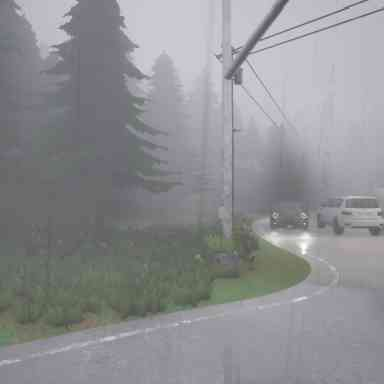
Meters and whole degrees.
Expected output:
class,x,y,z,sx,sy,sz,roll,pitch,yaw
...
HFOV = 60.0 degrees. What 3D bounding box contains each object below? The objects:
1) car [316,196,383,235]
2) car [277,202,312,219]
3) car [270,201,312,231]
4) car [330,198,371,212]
class,x,y,z,sx,sy,sz,roll,pitch,yaw
car,8.888,1.248,19.176,2.150,2.045,5.566,0,0,6
car,9.499,1.628,30.544,1.895,1.301,4.718,0,0,32
car,6.045,1.379,21.106,2.097,1.767,4.553,0,0,12
car,18.961,1.517,39.749,4.902,1.511,2.128,0,0,-33
